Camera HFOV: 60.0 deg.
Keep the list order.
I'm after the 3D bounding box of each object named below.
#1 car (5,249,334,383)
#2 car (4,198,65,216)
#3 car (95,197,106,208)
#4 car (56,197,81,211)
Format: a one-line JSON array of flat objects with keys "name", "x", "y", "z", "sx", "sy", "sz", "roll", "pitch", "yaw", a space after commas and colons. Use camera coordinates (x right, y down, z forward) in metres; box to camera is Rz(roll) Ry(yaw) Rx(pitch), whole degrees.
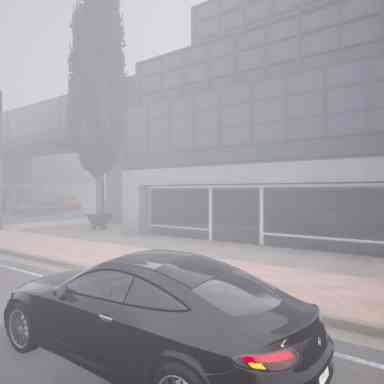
[{"name": "car", "x": -0.638, "y": 1.526, "z": 4.441, "sx": 4.674, "sy": 1.442, "sz": 1.812, "roll": 0, "pitch": 0, "yaw": 36}, {"name": "car", "x": -15.614, "y": 1.601, "z": 33.140, "sx": 1.895, "sy": 1.301, "sz": 4.718, "roll": 0, "pitch": 0, "yaw": 36}, {"name": "car", "x": -9.469, "y": 1.223, "z": 41.681, "sx": 2.150, "sy": 2.045, "sz": 5.566, "roll": 0, "pitch": 0, "yaw": 36}, {"name": "car", "x": -15.476, "y": 1.352, "z": 39.325, "sx": 2.097, "sy": 1.767, "sz": 4.553, "roll": 0, "pitch": 0, "yaw": 36}]
